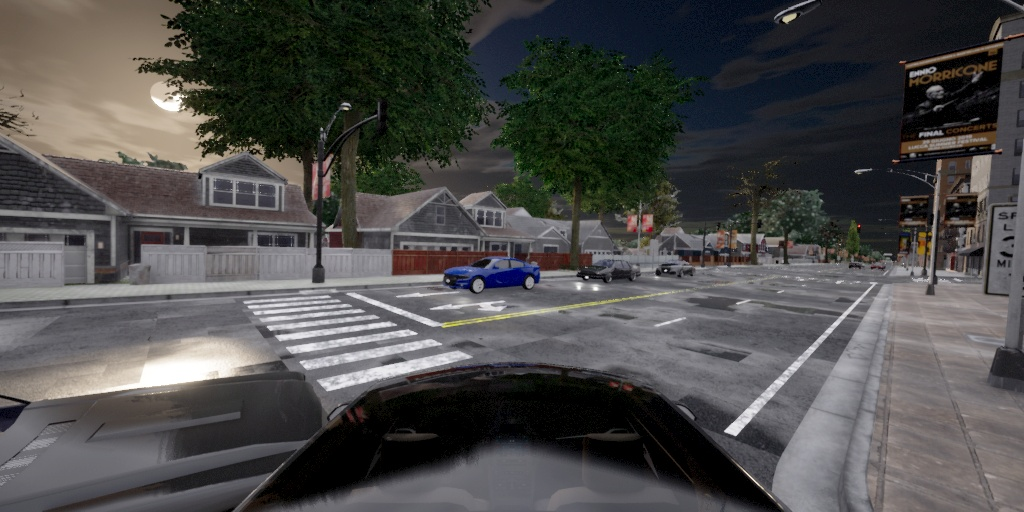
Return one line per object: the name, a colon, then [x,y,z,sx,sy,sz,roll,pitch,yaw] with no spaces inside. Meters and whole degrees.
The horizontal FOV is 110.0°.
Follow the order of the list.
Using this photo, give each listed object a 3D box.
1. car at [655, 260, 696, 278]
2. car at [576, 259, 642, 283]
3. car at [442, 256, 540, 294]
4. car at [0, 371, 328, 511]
car: [13.804,1.003,30.195,4.181,1.385,1.994,1,2,-43]
car: [6.473,0.915,23.416,5.357,1.411,2.033,1,2,-43]
car: [-0.827,0.777,16.638,5.008,1.535,1.882,0,3,-43]
car: [-3.321,1.277,1.499,4.718,1.301,1.895,1,2,-33]
